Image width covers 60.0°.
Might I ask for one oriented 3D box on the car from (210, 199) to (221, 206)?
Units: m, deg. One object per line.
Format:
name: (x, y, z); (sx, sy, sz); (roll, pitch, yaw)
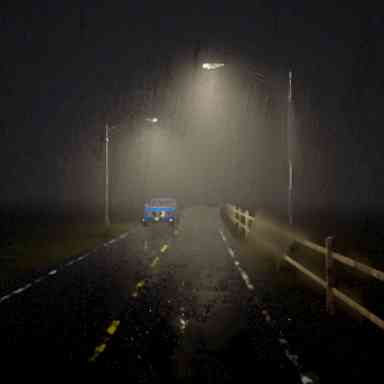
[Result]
car: (5.191, 2.253, 74.297); (2.128, 1.511, 4.902); (0, -1, 8)

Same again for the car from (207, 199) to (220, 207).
car: (3.862, 2.206, 64.001); (2.033, 1.411, 5.357); (0, -1, 7)

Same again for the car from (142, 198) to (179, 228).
car: (-2.172, 1.462, 24.604); (2.150, 2.045, 5.566); (0, -1, 3)
